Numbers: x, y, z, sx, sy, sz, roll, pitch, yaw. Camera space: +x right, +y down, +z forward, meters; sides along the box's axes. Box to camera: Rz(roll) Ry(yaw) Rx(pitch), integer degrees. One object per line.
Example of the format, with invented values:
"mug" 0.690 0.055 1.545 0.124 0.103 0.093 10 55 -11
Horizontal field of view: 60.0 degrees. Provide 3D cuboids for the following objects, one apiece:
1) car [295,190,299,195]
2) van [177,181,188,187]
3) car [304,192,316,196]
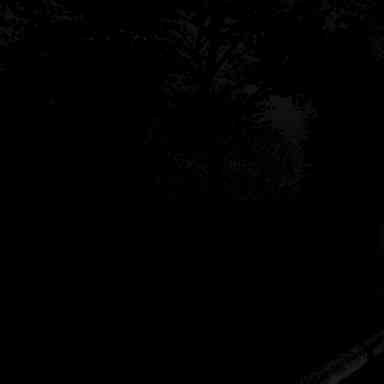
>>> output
"car" 26.997 0.234 85.803 2.097 1.535 5.008 5 1 18
"van" -1.856 -2.271 95.462 1.878 1.987 4.442 4 1 18
"car" 29.612 0.478 84.902 2.163 1.488 4.792 5 1 18
